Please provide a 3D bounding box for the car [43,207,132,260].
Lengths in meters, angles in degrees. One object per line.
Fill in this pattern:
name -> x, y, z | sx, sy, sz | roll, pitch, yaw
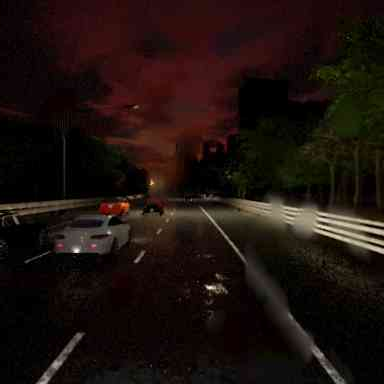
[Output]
car -> -3.446, 1.503, 12.203 | 1.812, 1.442, 4.674 | 0, 0, 0

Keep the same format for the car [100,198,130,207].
car -> -7.143, 1.302, 31.183 | 2.097, 1.767, 4.553 | 0, 0, -1

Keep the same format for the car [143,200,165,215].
car -> -3.678, 1.473, 32.550 | 1.812, 1.442, 4.674 | 0, 0, -1

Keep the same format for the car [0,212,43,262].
car -> -6.945, 1.470, 11.993 | 2.128, 1.511, 4.902 | 0, 0, 0

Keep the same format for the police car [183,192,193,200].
police car -> -0.779, 1.301, 88.765 | 1.930, 1.638, 5.238 | 0, 0, -2
